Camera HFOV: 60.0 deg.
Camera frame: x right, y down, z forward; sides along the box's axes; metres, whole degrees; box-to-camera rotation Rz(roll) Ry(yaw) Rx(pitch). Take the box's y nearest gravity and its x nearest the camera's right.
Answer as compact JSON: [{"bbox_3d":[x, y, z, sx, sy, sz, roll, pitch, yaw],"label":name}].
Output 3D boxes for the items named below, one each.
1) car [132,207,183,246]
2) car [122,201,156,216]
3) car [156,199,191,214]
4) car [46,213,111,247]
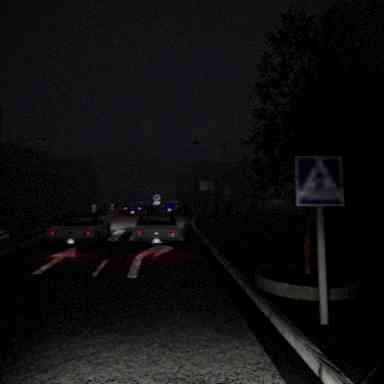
[{"bbox_3d":[-1.590,1.613,15.196,1.895,1.301,4.718,0,0,-5],"label":"car"},{"bbox_3d":[-4.591,1.490,30.399,1.895,1.301,4.718,-1,-2,11],"label":"car"},{"bbox_3d":[-1.412,1.331,29.728,1.812,1.442,4.674,-1,-1,11],"label":"car"},{"bbox_3d":[-4.825,1.596,14.889,1.895,1.301,4.718,0,0,-5],"label":"car"}]
